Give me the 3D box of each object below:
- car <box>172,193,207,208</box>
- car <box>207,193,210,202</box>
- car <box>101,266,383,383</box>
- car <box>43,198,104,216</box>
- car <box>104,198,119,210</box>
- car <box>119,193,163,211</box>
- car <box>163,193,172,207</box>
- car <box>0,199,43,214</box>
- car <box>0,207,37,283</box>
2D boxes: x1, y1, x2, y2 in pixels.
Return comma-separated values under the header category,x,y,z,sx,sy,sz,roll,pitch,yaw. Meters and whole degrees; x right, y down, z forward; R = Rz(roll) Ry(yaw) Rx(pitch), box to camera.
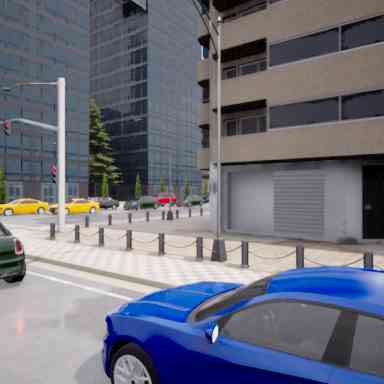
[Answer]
category,x,y,z,sx,sy,sz,roll,pitch,yaw
car,-0.300,1.292,48.098,2.097,1.767,4.553,0,0,36
car,3.739,1.163,59.538,2.150,2.045,5.566,0,0,36
car,1.254,1.478,3.097,5.008,1.535,1.882,0,0,36
car,-11.484,1.418,32.675,1.882,1.535,5.008,0,0,36
car,-10.823,1.431,39.554,2.128,1.511,4.902,0,0,36
car,-6.111,1.292,40.092,2.097,1.767,4.553,0,0,36
car,-4.545,1.161,48.211,2.150,2.045,5.566,0,0,36
car,-16.340,1.417,31.948,1.882,1.535,5.008,0,0,36
car,-6.240,1.350,8.441,4.553,1.767,2.097,0,0,36
